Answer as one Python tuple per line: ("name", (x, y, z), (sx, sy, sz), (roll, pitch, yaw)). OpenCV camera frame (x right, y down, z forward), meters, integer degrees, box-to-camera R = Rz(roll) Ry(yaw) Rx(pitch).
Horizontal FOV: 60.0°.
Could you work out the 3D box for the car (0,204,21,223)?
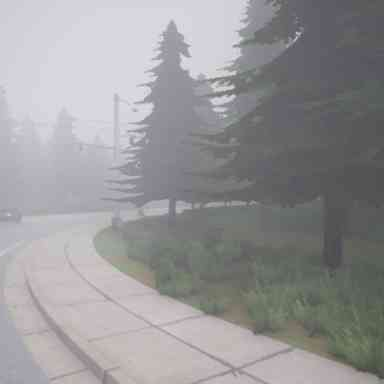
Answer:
("car", (-14.424, 1.582, 24.606), (4.181, 1.385, 1.994), (0, 0, 38))
